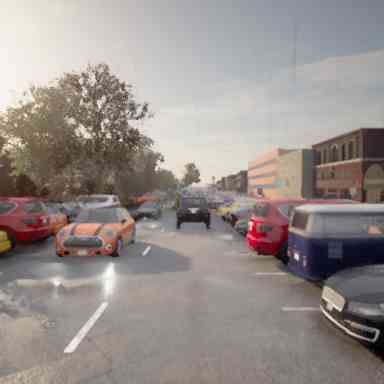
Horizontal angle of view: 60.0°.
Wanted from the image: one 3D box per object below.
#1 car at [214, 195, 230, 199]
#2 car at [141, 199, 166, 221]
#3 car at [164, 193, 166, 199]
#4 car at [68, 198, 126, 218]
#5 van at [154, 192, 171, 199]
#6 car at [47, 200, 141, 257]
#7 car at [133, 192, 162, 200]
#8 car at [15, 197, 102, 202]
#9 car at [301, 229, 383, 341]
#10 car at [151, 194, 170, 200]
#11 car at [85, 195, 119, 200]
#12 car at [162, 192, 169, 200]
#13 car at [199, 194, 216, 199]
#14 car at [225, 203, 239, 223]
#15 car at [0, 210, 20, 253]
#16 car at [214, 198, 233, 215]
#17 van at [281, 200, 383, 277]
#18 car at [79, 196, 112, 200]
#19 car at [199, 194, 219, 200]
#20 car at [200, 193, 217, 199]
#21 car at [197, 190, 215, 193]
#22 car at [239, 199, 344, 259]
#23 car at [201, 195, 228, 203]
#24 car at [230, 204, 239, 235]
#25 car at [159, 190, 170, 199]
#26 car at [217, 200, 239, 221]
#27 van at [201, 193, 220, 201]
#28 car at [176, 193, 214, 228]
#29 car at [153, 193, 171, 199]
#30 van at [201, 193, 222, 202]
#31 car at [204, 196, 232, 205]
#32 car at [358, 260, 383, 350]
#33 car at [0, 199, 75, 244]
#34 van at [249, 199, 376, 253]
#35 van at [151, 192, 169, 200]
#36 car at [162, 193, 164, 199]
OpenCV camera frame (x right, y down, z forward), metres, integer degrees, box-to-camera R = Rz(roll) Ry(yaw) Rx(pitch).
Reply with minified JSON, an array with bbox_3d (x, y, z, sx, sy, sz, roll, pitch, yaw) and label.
[{"bbox_3d":[3.432,1.519,41.110,1.812,1.442,4.674,1,1,15],"label":"car"},{"bbox_3d":[-3.550,1.602,28.046,2.033,1.411,5.357,0,0,1],"label":"car"},{"bbox_3d":[-8.232,1.384,67.470,4.892,1.521,2.231,0,0,0],"label":"car"},{"bbox_3d":[-8.525,1.412,30.161,4.553,1.767,2.185,0,0,0],"label":"car"},{"bbox_3d":[-8.281,0.934,92.898,4.442,1.987,1.878,0,1,0],"label":"van"},{"bbox_3d":[-3.521,1.377,12.944,2.097,1.767,4.553,0,0,0],"label":"car"},{"bbox_3d":[-8.214,1.258,58.999,4.553,1.767,2.185,0,0,0],"label":"car"},{"bbox_3d":[-8.582,1.397,21.680,4.553,1.767,2.185,0,0,0],"label":"car"},{"bbox_3d":[4.544,1.492,5.113,4.892,1.521,2.231,0,0,0],"label":"car"},{"bbox_3d":[-8.209,1.289,87.258,4.792,1.488,2.163,0,1,0],"label":"car"},{"bbox_3d":[-8.583,1.281,27.375,5.566,2.045,2.435,0,0,0],"label":"car"},{"bbox_3d":[-8.183,1.412,72.993,4.792,1.488,2.163,0,0,0],"label":"car"},{"bbox_3d":[4.404,1.199,92.936,4.674,1.452,2.002,0,1,0],"label":"car"},{"bbox_3d":[4.559,1.547,19.029,4.792,1.488,2.163,0,0,0],"label":"car"},{"bbox_3d":[-8.731,1.499,10.540,5.366,1.575,1.946,0,0,0],"label":"car"},{"bbox_3d":[4.711,1.529,27.379,5.366,1.575,1.946,0,0,0],"label":"car"},{"bbox_3d":[4.653,1.271,7.897,4.442,1.987,1.878,0,0,0],"label":"van"},{"bbox_3d":[-8.584,1.402,24.465,4.553,1.767,2.185,0,0,0],"label":"car"},{"bbox_3d":[4.400,1.259,87.285,5.008,1.535,2.097,0,1,0],"label":"car"},{"bbox_3d":[4.369,1.083,90.108,4.553,1.767,2.185,0,1,0],"label":"car"},{"bbox_3d":[4.386,1.132,70.310,5.566,2.045,2.435,0,0,0],"label":"car"},{"bbox_3d":[4.563,1.250,10.680,5.566,2.045,2.435,0,0,0],"label":"car"},{"bbox_3d":[4.351,1.383,64.659,5.008,1.535,2.097,0,0,0],"label":"car"},{"bbox_3d":[4.538,1.513,16.246,4.892,1.521,2.231,0,0,0],"label":"car"},{"bbox_3d":[-8.178,1.131,75.816,5.566,2.045,2.435,0,0,0],"label":"car"},{"bbox_3d":[4.498,1.557,24.595,4.792,1.488,2.163,0,0,0],"label":"car"},{"bbox_3d":[4.259,1.153,78.667,4.442,1.987,1.878,0,0,0],"label":"van"},{"bbox_3d":[0.091,1.267,22.578,2.150,2.045,5.566,0,0,0],"label":"car"},{"bbox_3d":[-8.140,1.086,89.953,4.553,1.767,2.185,0,1,0],"label":"car"},{"bbox_3d":[4.247,1.157,73.136,4.442,1.987,1.878,0,0,0],"label":"van"},{"bbox_3d":[4.325,1.424,56.182,4.674,1.452,2.002,0,0,0],"label":"car"},{"bbox_3d":[4.353,1.482,2.330,5.366,1.575,1.946,0,0,0],"label":"car"},{"bbox_3d":[-8.517,1.387,16.235,4.553,1.767,2.185,0,0,0],"label":"car"},{"bbox_3d":[4.649,1.281,13.339,4.442,1.987,1.878,0,0,0],"label":"van"},{"bbox_3d":[-8.066,1.084,84.428,4.442,1.987,1.878,0,1,0],"label":"van"},{"bbox_3d":[-8.235,1.383,61.698,5.008,1.535,2.097,0,0,0],"label":"car"}]
